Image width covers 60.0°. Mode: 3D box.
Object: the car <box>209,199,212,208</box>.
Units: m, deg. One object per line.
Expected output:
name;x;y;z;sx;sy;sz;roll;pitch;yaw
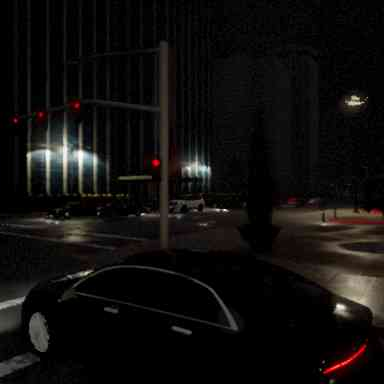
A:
car;1.251;1.552;46.797;2.128;1.511;4.902;0;0;35

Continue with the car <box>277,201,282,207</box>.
car;11.654;1.646;49.147;1.895;1.301;4.718;0;0;35

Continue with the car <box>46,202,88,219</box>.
car;-10.356;1.607;30.195;2.033;1.411;5.357;0;0;35

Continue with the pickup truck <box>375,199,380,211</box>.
pickup truck;23.029;1.066;36.579;6.274;2.098;2.390;0;0;-25

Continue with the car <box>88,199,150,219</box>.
car;-6.406;1.543;29.743;2.128;1.511;4.902;0;0;35

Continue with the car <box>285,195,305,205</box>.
car;18.584;1.523;59.071;1.882;1.535;5.008;0;0;35

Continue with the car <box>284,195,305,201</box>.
car;27.444;1.547;88.743;5.008;1.535;1.882;0;0;35

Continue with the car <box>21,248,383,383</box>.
car;-0.339;1.511;4.326;4.892;1.490;1.837;0;0;37

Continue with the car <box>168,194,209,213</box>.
car;-0.710;1.274;37.895;2.150;2.045;5.566;0;0;35

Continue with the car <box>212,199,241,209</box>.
car;5.072;1.617;46.146;1.994;1.385;4.181;0;0;35

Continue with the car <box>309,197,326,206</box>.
car;21.521;1.563;57.198;1.812;1.442;4.674;0;0;34

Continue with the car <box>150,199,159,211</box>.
car;-4.728;1.565;38.254;1.837;1.490;4.892;0;0;35
